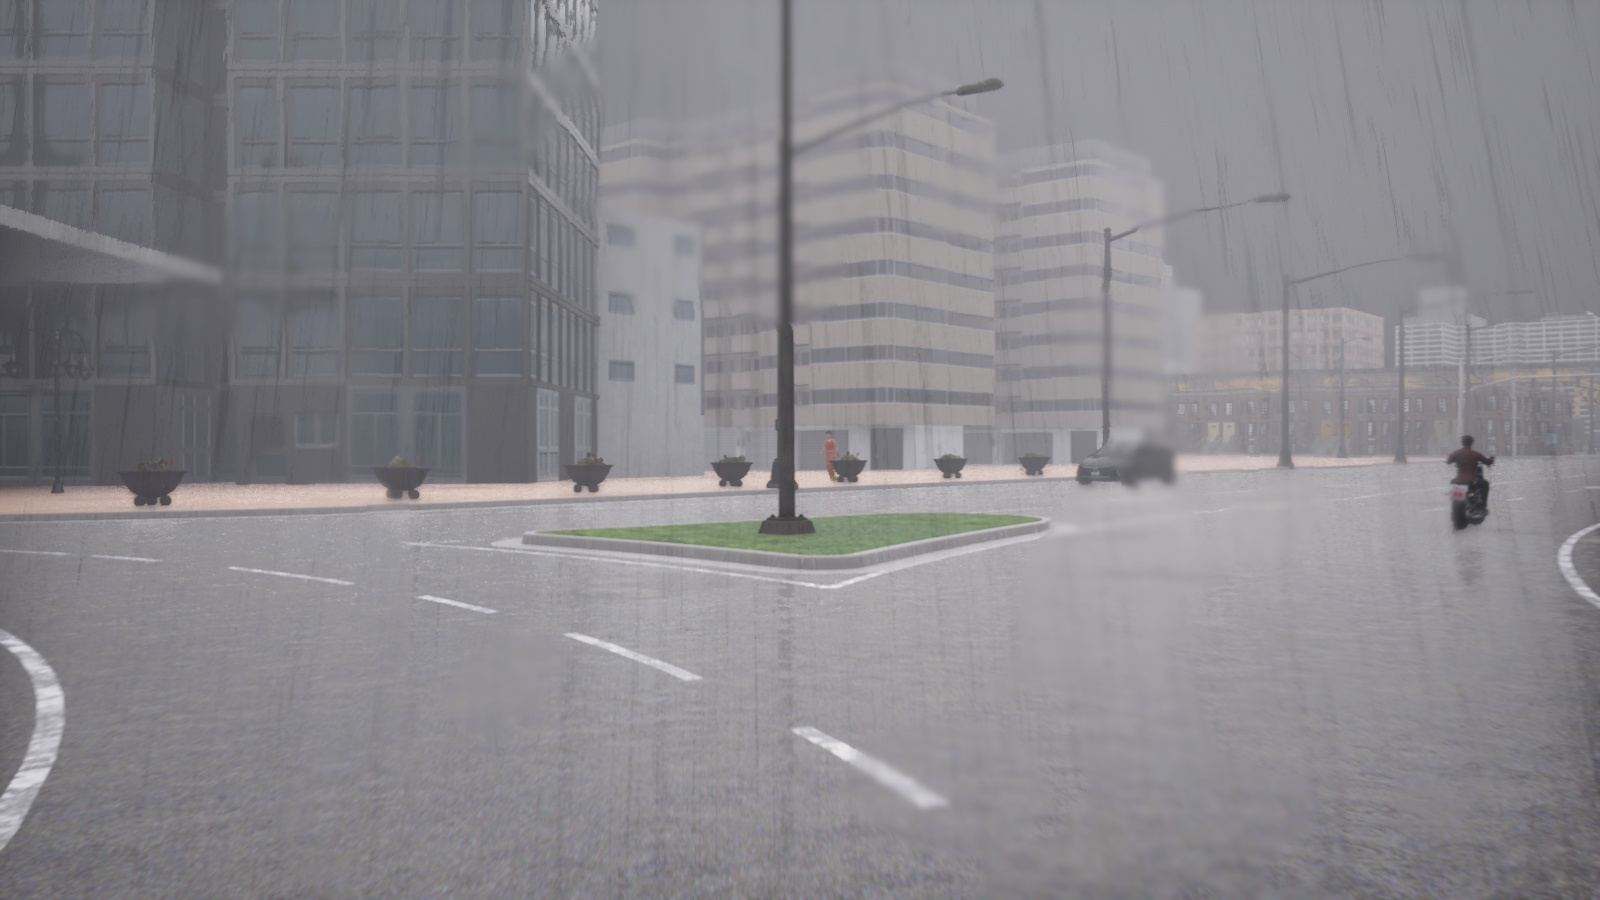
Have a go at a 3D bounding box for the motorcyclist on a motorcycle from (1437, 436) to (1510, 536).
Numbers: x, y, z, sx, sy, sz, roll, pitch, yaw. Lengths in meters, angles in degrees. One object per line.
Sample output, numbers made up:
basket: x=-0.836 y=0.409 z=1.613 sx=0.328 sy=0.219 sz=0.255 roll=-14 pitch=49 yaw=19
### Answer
motorcyclist on a motorcycle: x=11.770 y=0.584 z=21.907 sx=0.766 sy=1.649 sz=2.350 roll=1 pitch=0 yaw=37

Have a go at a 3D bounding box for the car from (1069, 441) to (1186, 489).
car: x=11.172 y=0.464 z=42.607 sx=2.007 sy=1.525 sz=4.514 roll=0 pitch=0 yaw=42

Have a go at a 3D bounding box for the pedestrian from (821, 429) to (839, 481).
pedestrian: x=1.077 y=0.182 z=44.684 sx=0.345 sy=1.836 sz=0.594 roll=0 pitch=0 yaw=42
